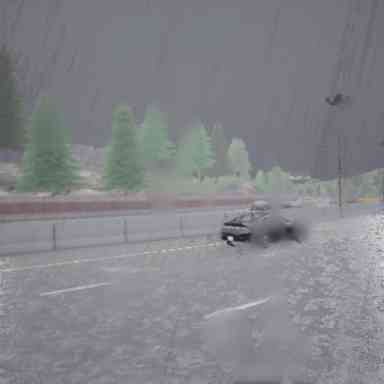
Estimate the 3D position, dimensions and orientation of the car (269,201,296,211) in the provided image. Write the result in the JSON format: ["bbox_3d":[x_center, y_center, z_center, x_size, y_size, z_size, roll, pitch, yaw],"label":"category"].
[{"bbox_3d":[14.029,2.123,51.448,2.033,1.411,5.357,-1,-1,38],"label":"car"}]

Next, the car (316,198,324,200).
[{"bbox_3d":[33.572,2.136,87.252,1.812,1.442,4.674,-1,-1,20],"label":"car"}]

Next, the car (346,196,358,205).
[{"bbox_3d":[35.812,1.869,74.260,2.150,2.045,5.566,-1,-1,26],"label":"car"}]

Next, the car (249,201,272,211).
[{"bbox_3d":[11.008,2.155,53.298,1.812,1.442,4.674,-1,-1,38],"label":"car"}]

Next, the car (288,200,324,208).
[{"bbox_3d":[13.464,1.969,39.776,2.033,1.411,5.357,-1,-1,42],"label":"car"}]

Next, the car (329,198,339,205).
[{"bbox_3d":[31.667,2.050,73.645,2.097,1.767,4.553,-1,-1,26],"label":"car"}]

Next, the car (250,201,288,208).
[{"bbox_3d":[9.410,2.071,40.518,1.895,1.301,4.718,-1,-1,42],"label":"car"}]

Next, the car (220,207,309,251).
[{"bbox_3d":[3.409,1.671,15.080,4.902,1.511,2.128,0,-1,-40],"label":"car"}]
